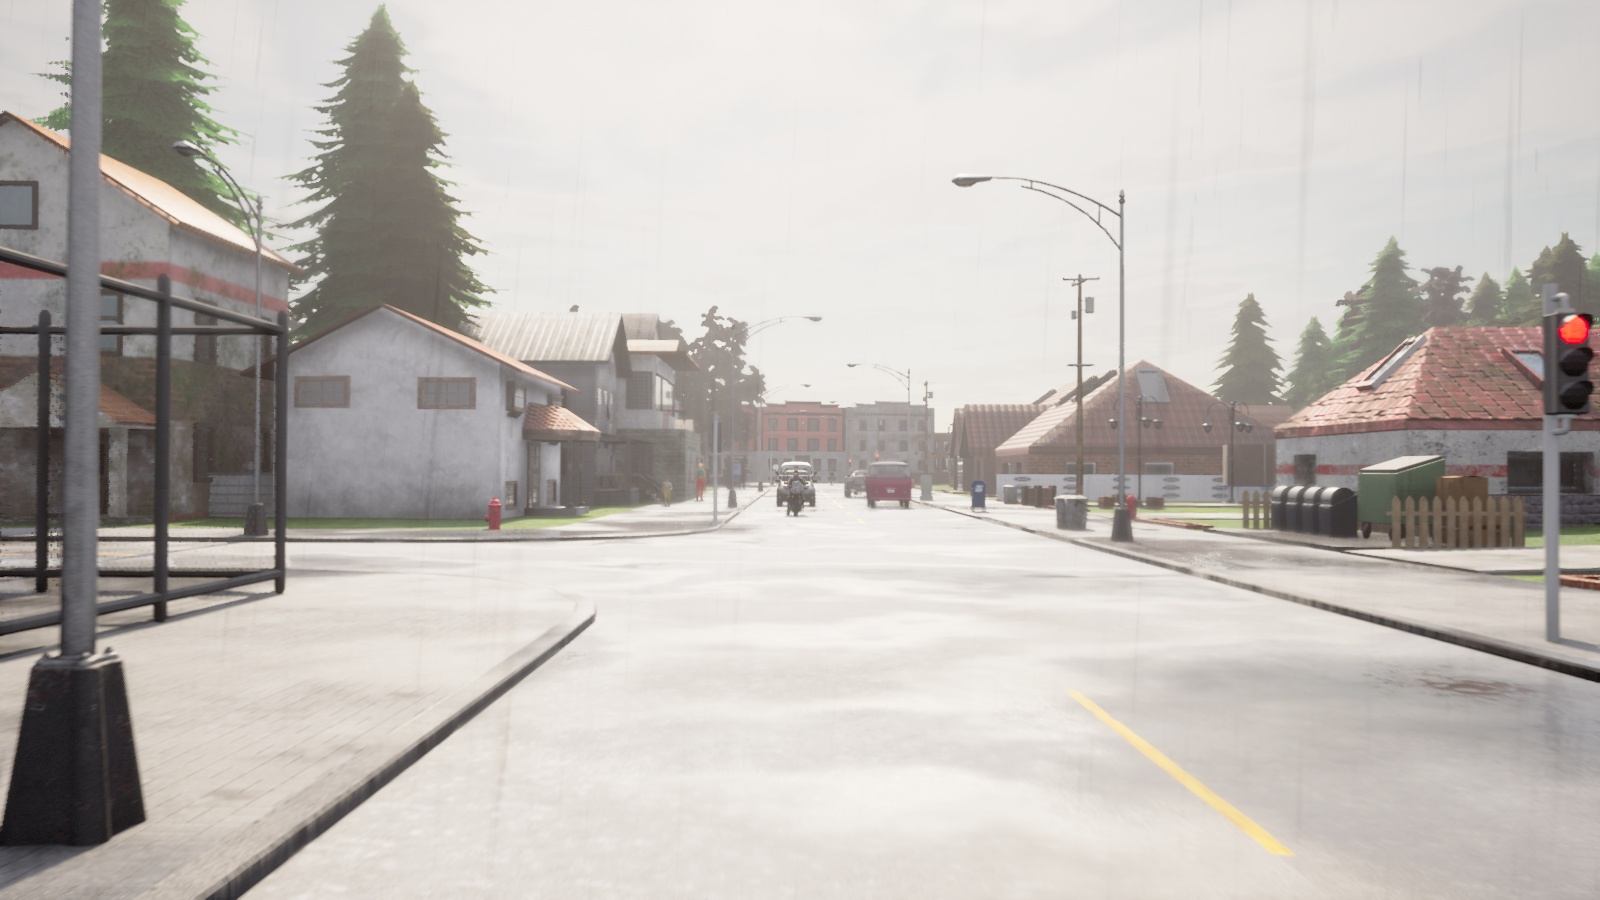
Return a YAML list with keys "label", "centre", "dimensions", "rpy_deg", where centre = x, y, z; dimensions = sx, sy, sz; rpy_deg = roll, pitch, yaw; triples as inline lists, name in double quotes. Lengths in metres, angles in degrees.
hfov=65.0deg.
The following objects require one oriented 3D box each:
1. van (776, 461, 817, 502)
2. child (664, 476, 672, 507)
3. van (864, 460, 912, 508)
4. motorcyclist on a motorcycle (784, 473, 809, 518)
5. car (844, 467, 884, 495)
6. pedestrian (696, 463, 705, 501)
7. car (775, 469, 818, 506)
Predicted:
- label: "van"
  centre: [-0.181, 1.629, 65.141]
  dimensions: [2.069, 2.038, 4.480]
  rpy_deg: [0, -1, 0]
- label: "child"
  centre: [-5.392, 1.683, 51.205]
  dimensions: [0.270, 1.263, 0.437]
  rpy_deg: [0, -1, -2]
- label: "van"
  centre: [3.846, 1.477, 55.263]
  dimensions: [1.775, 1.987, 4.442]
  rpy_deg: [0, -1, 0]
- label: "motorcyclist on a motorcycle"
  centre: [-0.122, 1.586, 43.969]
  dimensions: [0.866, 1.530, 2.191]
  rpy_deg: [0, -1, 0]
- label: "car"
  centre: [3.791, 1.840, 75.378]
  dimensions: [2.152, 1.651, 5.027]
  rpy_deg: [0, -1, 0]
- label: "pedestrian"
  centre: [-4.800, 1.562, 60.832]
  dimensions: [0.345, 1.836, 0.594]
  rpy_deg: [0, -1, 5]
- label: "car"
  centre: [-0.157, 1.662, 56.655]
  dimensions: [1.851, 1.617, 3.988]
  rpy_deg: [0, -1, 0]
